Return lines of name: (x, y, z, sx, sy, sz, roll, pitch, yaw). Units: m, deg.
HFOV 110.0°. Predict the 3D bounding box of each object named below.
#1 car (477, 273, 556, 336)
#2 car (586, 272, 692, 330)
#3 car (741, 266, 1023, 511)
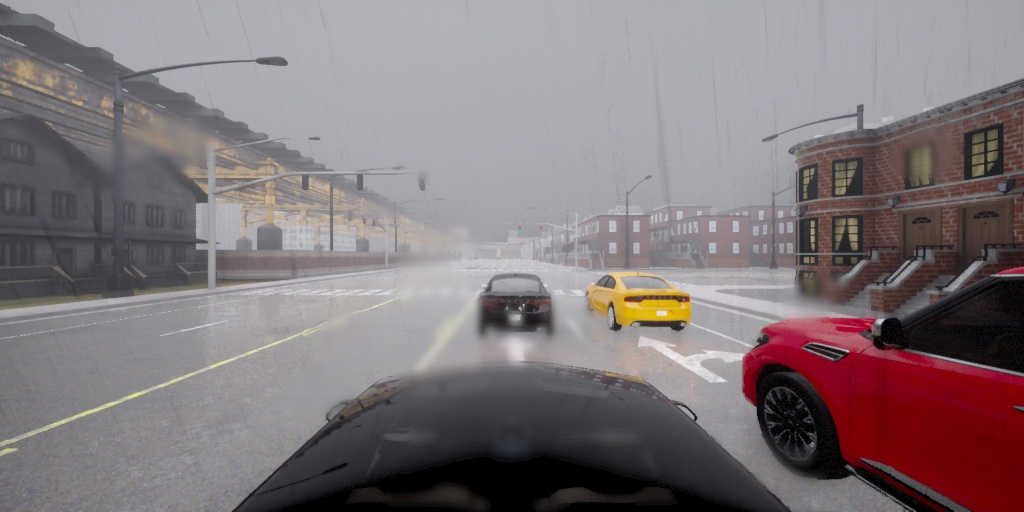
car: (0.102, 1.228, 10.392, 1.882, 1.535, 5.008, 0, 0, 0)
car: (3.604, 1.228, 11.097, 1.882, 1.535, 5.008, 0, 0, 0)
car: (3.598, 0.971, 1.572, 2.150, 2.045, 5.566, 0, 0, 0)
